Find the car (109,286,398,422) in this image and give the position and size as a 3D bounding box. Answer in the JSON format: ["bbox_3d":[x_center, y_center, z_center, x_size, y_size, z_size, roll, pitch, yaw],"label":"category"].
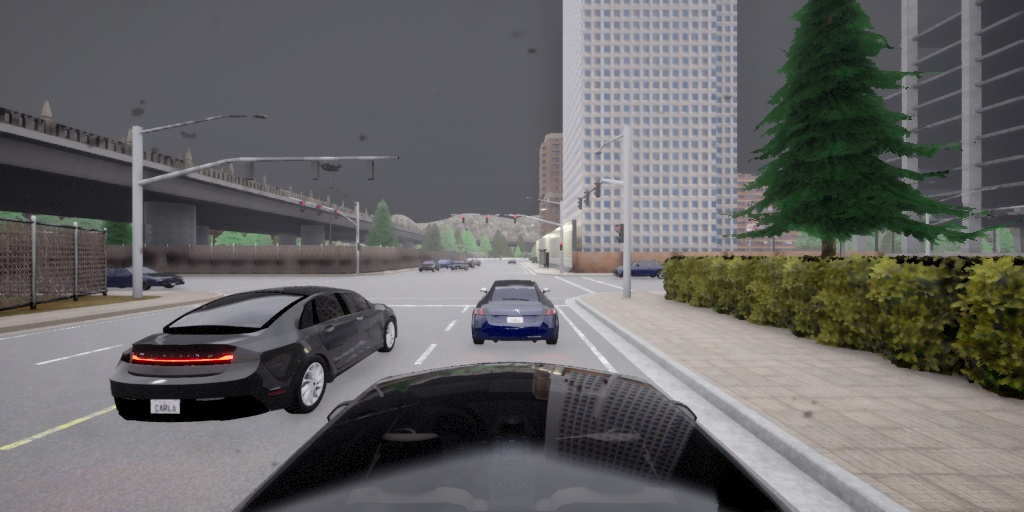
[{"bbox_3d":[-3.440,1.255,6.001,1.837,1.490,4.892,0,0,0],"label":"car"}]

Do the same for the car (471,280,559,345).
[{"bbox_3d":[0.079,1.314,9.544,1.994,1.385,4.181,0,0,0],"label":"car"}]

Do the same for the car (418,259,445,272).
[{"bbox_3d":[-10.592,1.297,46.413,2.033,1.411,5.357,0,0,0],"label":"car"}]

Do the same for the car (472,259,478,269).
[{"bbox_3d":[-7.082,1.351,57.920,1.895,1.301,4.718,0,0,0],"label":"car"}]

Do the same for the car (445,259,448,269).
[{"bbox_3d":[-10.587,1.227,55.863,1.882,1.535,5.008,0,0,0],"label":"car"}]

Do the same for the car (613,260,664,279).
[{"bbox_3d":[11.644,1.157,32.834,4.553,1.767,2.097,0,0,0],"label":"car"}]

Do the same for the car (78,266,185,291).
[{"bbox_3d":[-23.490,1.353,22.062,5.357,1.411,2.033,0,0,0],"label":"car"}]

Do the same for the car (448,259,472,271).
[{"bbox_3d":[-7.084,1.314,49.166,1.994,1.385,4.181,0,0,0],"label":"car"}]
